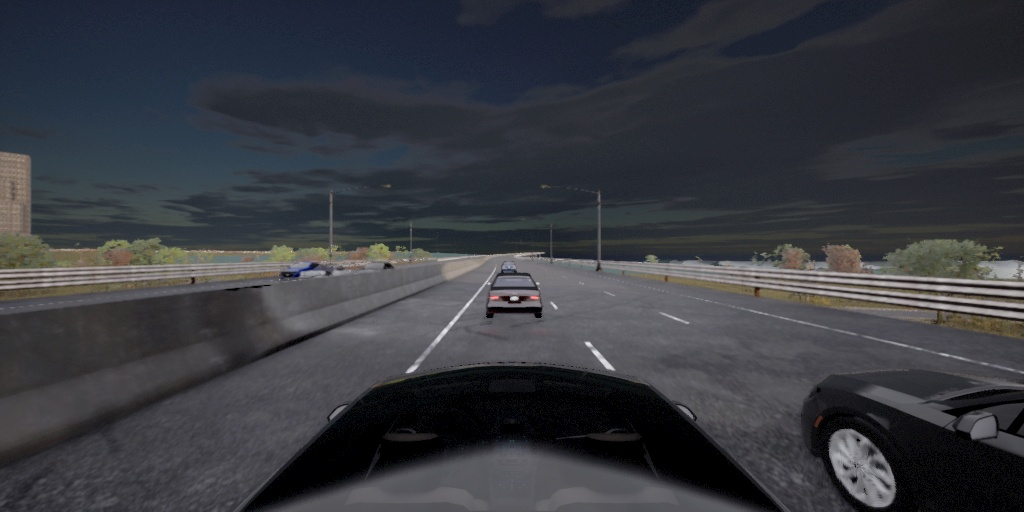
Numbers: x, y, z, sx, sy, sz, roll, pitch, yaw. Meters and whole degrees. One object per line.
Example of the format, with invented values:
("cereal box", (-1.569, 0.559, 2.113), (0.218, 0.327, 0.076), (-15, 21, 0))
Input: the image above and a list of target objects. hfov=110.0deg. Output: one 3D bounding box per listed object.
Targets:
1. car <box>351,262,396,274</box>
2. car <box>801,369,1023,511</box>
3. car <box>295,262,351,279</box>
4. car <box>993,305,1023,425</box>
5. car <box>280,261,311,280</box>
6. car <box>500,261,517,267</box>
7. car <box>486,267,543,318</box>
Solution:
("car", (-10.831, 1.249, 28.986), (1.837, 1.490, 4.892), (0, 0, -1))
("car", (3.593, 1.254, 1.311), (1.837, 1.490, 4.892), (0, 0, 0))
("car", (-14.313, 1.347, 27.787), (1.895, 1.301, 4.718), (0, 0, -1))
("car", (7.091, 1.312, 2.455), (1.994, 1.385, 4.181), (0, 0, 0))
("car", (-17.865, 1.223, 30.959), (1.882, 1.535, 5.008), (0, 0, -1))
("car", (-0.385, 1.280, 42.040), (2.033, 1.411, 5.357), (0, 0, -1))
("car", (0.055, 1.297, 13.017), (2.033, 1.411, 5.357), (0, 0, 0))
